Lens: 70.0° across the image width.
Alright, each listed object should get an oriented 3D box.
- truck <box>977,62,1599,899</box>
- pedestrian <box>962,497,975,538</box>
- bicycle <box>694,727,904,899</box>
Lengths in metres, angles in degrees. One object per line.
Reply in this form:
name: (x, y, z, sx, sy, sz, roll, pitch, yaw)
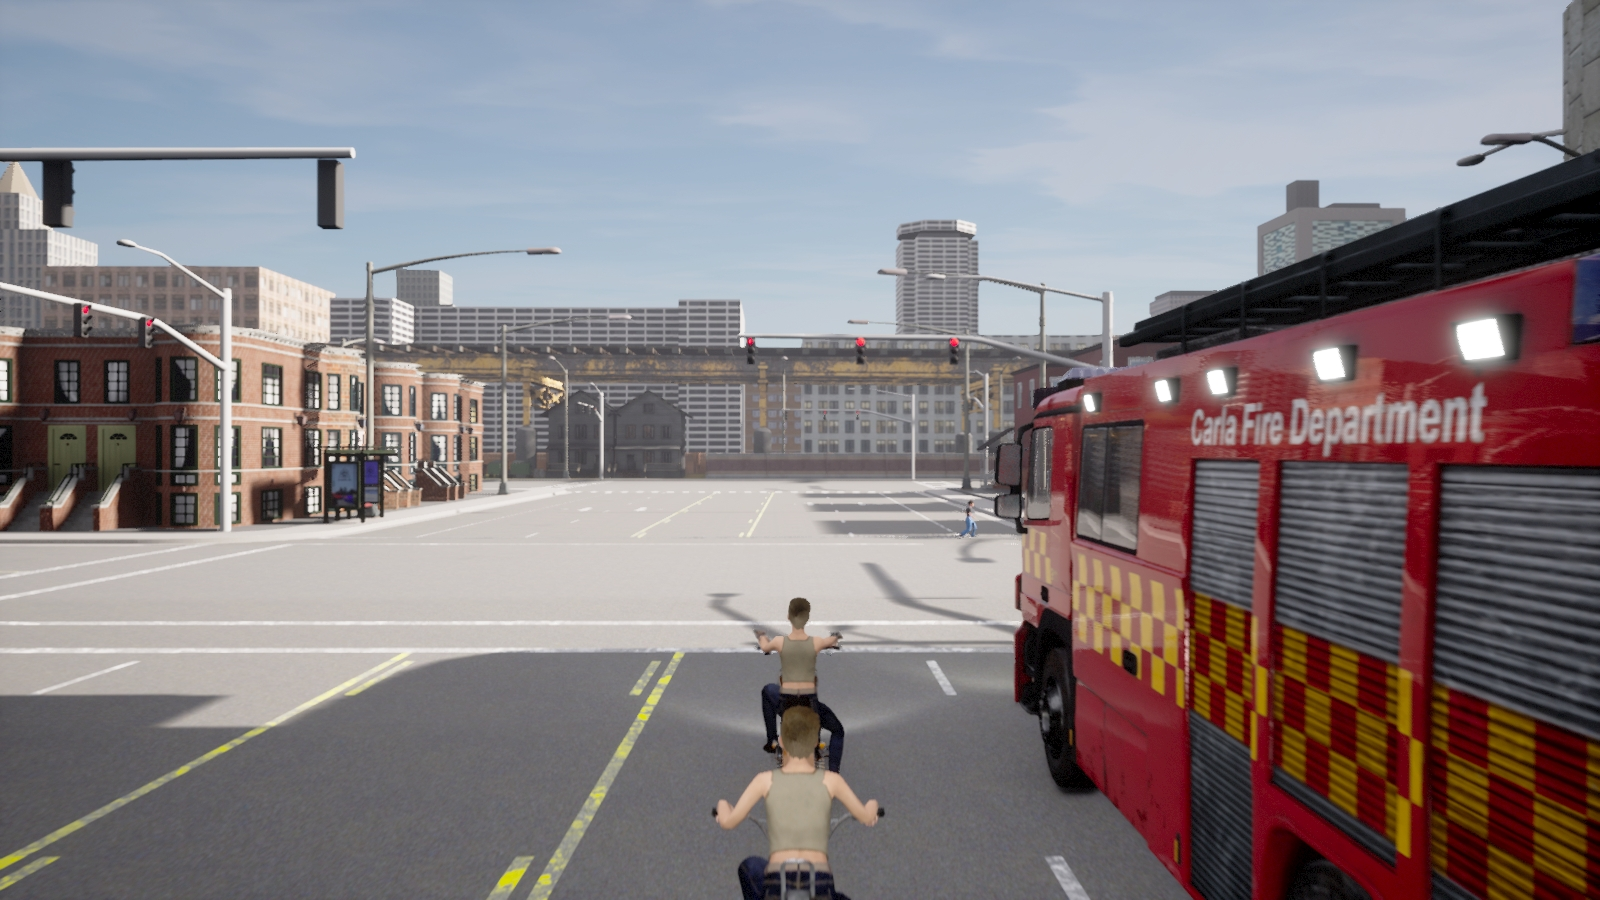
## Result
truck: (3.238, 0.891, 7.247, 2.891, 3.827, 8.468, 0, 0, 0)
pedestrian: (5.327, 2.133, 36.145, 0.375, 1.300, 0.375, 0, 0, 10)
bicycle: (-0.007, 2.146, 5.419, 0.859, 1.301, 1.487, 0, 0, 0)
